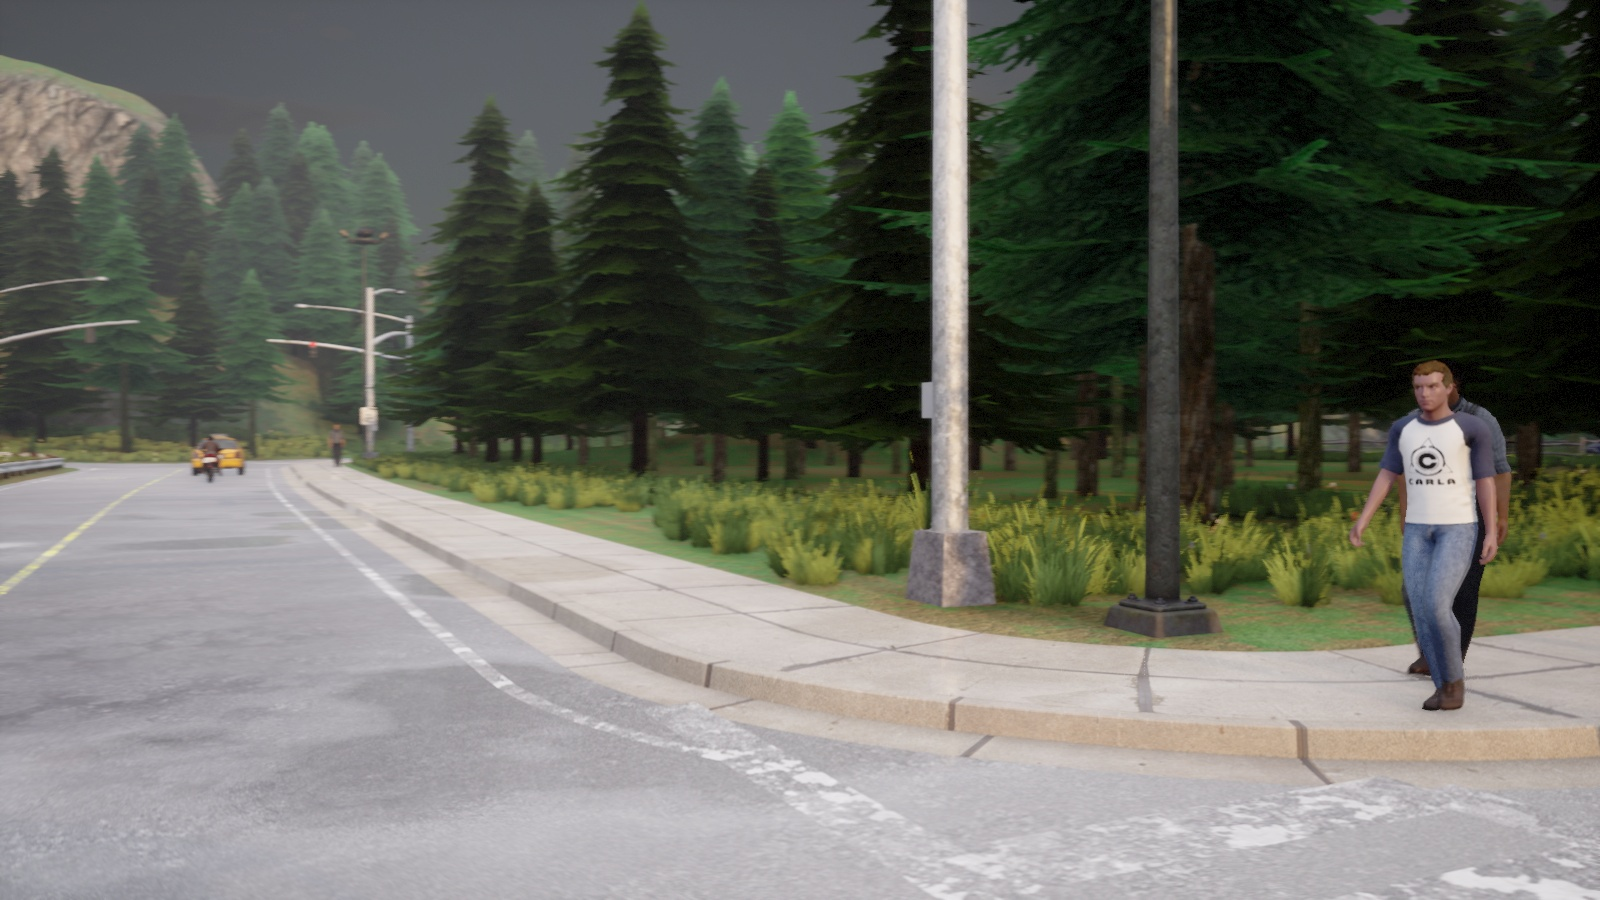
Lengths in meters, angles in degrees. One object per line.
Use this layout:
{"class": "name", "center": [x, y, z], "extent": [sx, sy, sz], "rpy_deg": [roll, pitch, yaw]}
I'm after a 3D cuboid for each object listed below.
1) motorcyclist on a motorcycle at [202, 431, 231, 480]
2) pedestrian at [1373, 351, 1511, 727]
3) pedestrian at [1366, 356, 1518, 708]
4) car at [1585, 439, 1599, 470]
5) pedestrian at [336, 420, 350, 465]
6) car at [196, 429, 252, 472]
{"class": "motorcyclist on a motorcycle", "center": [-18.751, 0.154, 40.399], "extent": [0.797, 1.523, 2.044], "rpy_deg": [0, 2, -23]}
{"class": "pedestrian", "center": [3.317, 0.433, 6.480], "extent": [0.706, 1.836, 0.354], "rpy_deg": [0, 1, -39]}
{"class": "pedestrian", "center": [3.595, 0.427, 7.028], "extent": [0.694, 1.848, 0.540], "rpy_deg": [0, 1, -44]}
{"class": "car", "center": [41.317, 0.255, 62.252], "extent": [1.789, 1.549, 3.705], "rpy_deg": [0, 1, -23]}
{"class": "pedestrian", "center": [-19.085, -0.325, 52.476], "extent": [0.540, 1.848, 0.694], "rpy_deg": [0, 1, -21]}
{"class": "car", "center": [-22.216, -0.018, 48.571], "extent": [1.801, 1.575, 5.366], "rpy_deg": [0, 1, -23]}
